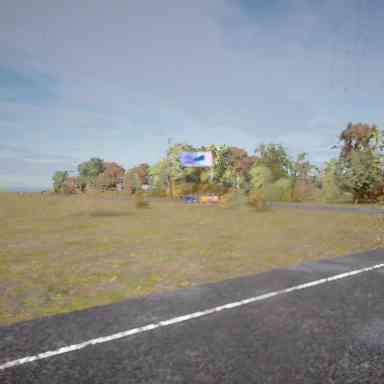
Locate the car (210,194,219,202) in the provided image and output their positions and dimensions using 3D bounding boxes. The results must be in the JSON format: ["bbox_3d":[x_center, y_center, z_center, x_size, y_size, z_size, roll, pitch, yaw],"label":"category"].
[{"bbox_3d":[3.501,1.211,67.708,2.097,1.767,4.553,0,0,-33],"label":"car"}]

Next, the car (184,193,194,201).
[{"bbox_3d":[0.140,1.084,72.636,2.097,1.767,4.553,0,0,-34],"label":"car"}]
